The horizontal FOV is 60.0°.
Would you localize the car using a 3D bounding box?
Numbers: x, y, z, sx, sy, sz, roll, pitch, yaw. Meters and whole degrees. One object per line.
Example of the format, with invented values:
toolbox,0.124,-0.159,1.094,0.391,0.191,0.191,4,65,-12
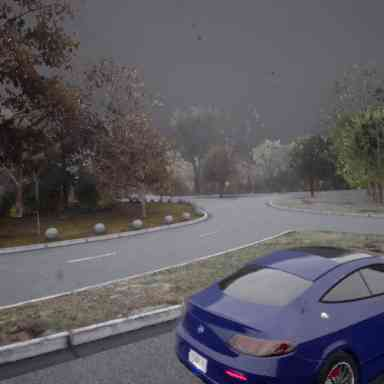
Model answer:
car,1.971,1.498,4.618,4.674,1.442,1.812,-1,0,-34
